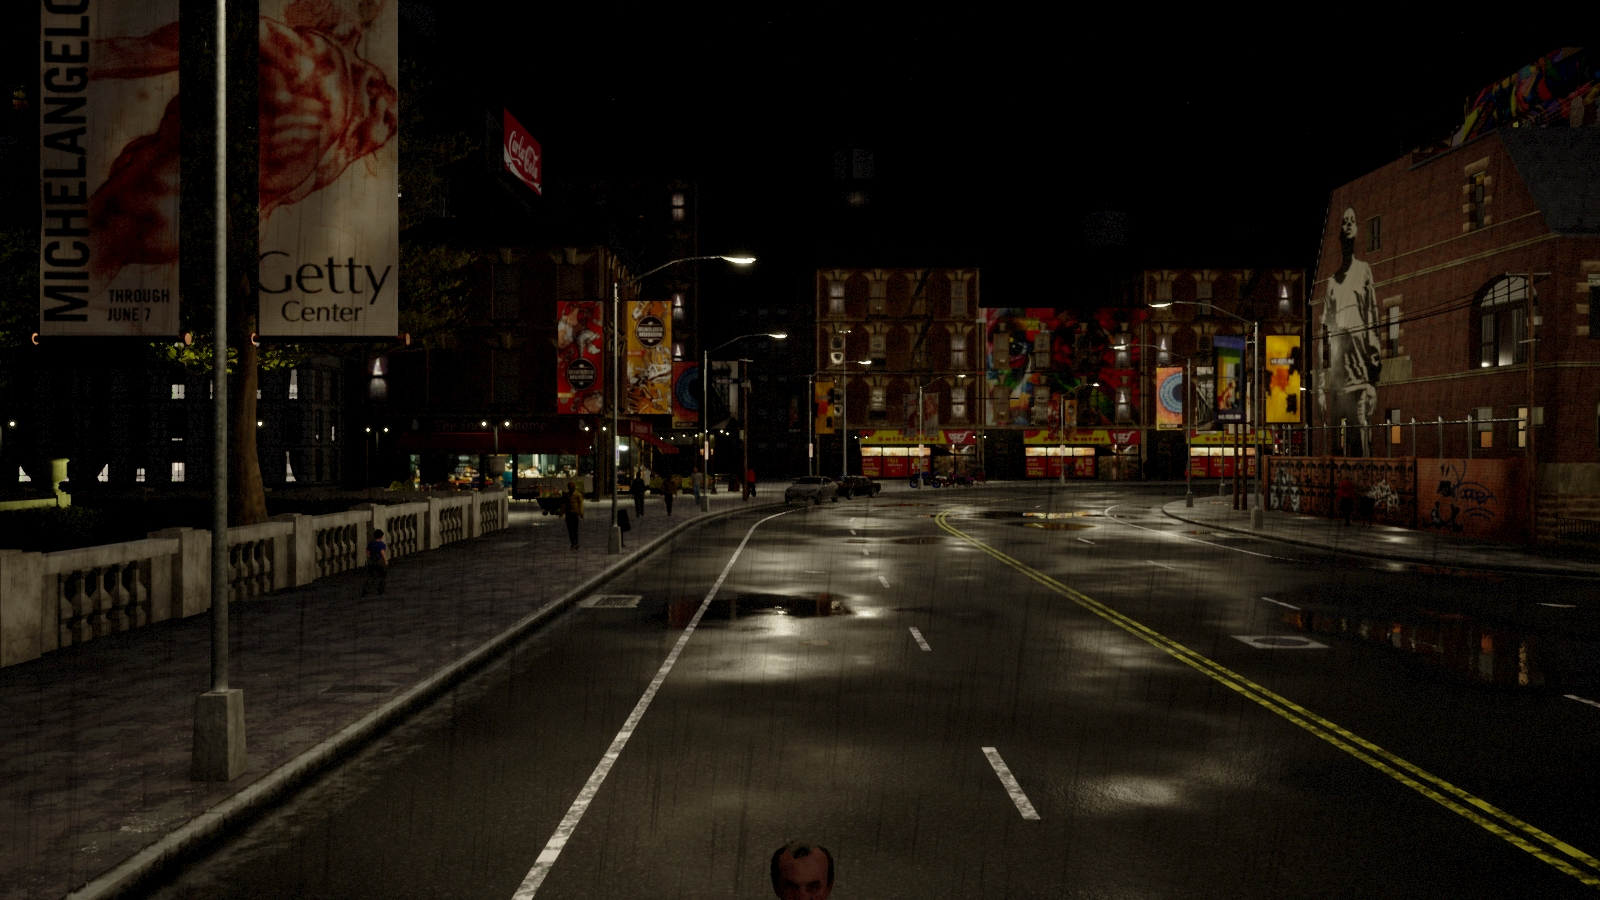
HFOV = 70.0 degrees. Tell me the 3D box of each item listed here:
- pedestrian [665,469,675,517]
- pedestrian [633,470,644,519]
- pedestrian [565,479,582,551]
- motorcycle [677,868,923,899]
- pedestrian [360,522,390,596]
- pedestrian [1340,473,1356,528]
[{"bbox_3d":[-5.131,1.696,45.061,0.375,1.860,0.375,0,0,-3],"label":"pedestrian"},{"bbox_3d":[-6.196,1.696,43.879,0.375,1.860,0.375,0,0,1],"label":"pedestrian"},{"bbox_3d":[-5.923,1.696,29.868,0.375,1.860,0.375,0,0,1],"label":"pedestrian"},{"bbox_3d":[-0.002,2.182,3.374,0.856,1.236,1.805,0,0,0],"label":"motorcycle"},{"bbox_3d":[-7.720,1.978,20.770,0.375,1.300,0.375,0,0,8],"label":"pedestrian"},{"bbox_3d":[18.561,1.696,38.708,0.375,1.860,0.375,0,0,1],"label":"pedestrian"}]
